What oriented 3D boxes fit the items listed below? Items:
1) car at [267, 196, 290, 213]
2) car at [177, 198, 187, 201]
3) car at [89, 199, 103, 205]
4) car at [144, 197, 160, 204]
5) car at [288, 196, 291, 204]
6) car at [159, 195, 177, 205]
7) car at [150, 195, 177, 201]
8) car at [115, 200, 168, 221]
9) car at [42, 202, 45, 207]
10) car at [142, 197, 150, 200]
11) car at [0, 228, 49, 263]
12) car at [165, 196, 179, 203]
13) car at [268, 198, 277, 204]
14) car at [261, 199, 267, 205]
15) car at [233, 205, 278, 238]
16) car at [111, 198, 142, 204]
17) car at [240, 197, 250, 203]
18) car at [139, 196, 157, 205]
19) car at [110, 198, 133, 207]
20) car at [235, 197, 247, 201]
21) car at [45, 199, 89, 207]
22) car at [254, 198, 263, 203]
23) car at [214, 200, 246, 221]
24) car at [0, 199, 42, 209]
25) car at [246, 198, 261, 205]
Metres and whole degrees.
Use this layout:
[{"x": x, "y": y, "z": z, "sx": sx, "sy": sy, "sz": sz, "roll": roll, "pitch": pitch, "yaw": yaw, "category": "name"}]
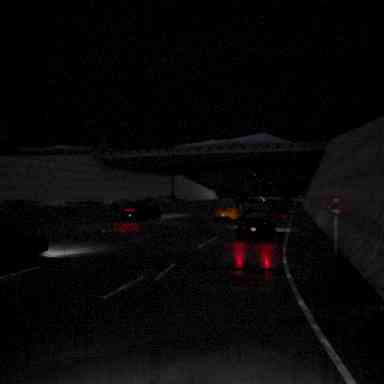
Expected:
[{"x": 11.418, "y": 1.776, "z": 43.783, "sx": 2.097, "sy": 1.767, "sz": 4.553, "roll": 0, "pitch": 0, "yaw": 17, "category": "car"}, {"x": -2.079, "y": 2.087, "z": 71.425, "sx": 1.994, "sy": 1.385, "sz": 4.181, "roll": 0, "pitch": 0, "yaw": 17, "category": "car"}, {"x": -17.448, "y": 1.911, "z": 57.402, "sx": 1.895, "sy": 1.301, "sz": 4.718, "roll": 0, "pitch": 0, "yaw": 18, "category": "car"}, {"x": -9.804, "y": 2.042, "z": 81.933, "sx": 1.837, "sy": 1.490, "sz": 4.892, "roll": 0, "pitch": 0, "yaw": 17, "category": "car"}, {"x": 21.887, "y": 1.989, "z": 77.757, "sx": 2.150, "sy": 2.045, "sz": 5.566, "roll": 0, "pitch": 0, "yaw": 17, "category": "car"}, {"x": -5.227, "y": 1.748, "z": 73.081, "sx": 2.150, "sy": 2.045, "sz": 5.566, "roll": 0, "pitch": 0, "yaw": 17, "category": "car"}, {"x": -5.220, "y": 1.656, "z": 61.337, "sx": 2.150, "sy": 2.045, "sz": 5.566, "roll": 0, "pitch": -1, "yaw": 17, "category": "car"}, {"x": -4.223, "y": 1.681, "z": 28.870, "sx": 2.128, "sy": 1.511, "sz": 4.902, "roll": 0, "pitch": -1, "yaw": 17, "category": "car"}, {"x": -19.308, "y": 1.687, "z": 39.910, "sx": 1.812, "sy": 1.442, "sz": 4.674, "roll": 0, "pitch": 0, "yaw": 17, "category": "car"}, {"x": -8.806, "y": 1.885, "z": 61.606, "sx": 1.882, "sy": 1.535, "sz": 5.008, "roll": 0, "pitch": -1, "yaw": 18, "category": "car"}, {"x": -6.600, "y": 1.571, "z": 9.461, "sx": 2.033, "sy": 1.411, "sz": 5.357, "roll": 0, "pitch": 0, "yaw": 17, "category": "car"}, {"x": -5.018, "y": 1.963, "z": 85.533, "sx": 2.097, "sy": 1.767, "sz": 4.553, "roll": 0, "pitch": 0, "yaw": 17, "category": "car"}, {"x": 20.641, "y": 2.218, "z": 85.529, "sx": 1.994, "sy": 1.385, "sz": 4.181, "roll": 0, "pitch": 0, "yaw": 17, "category": "car"}, {"x": 17.544, "y": 2.247, "z": 75.584, "sx": 2.033, "sy": 1.411, "sz": 5.357, "roll": 0, "pitch": 0, "yaw": 17, "category": "car"}, {"x": 3.722, "y": 1.700, "z": 18.864, "sx": 1.812, "sy": 1.442, "sz": 4.674, "roll": 0, "pitch": 0, "yaw": 16, "category": "car"}, {"x": -9.619, "y": 1.840, "z": 47.356, "sx": 2.033, "sy": 1.411, "sz": 5.357, "roll": 0, "pitch": 0, "yaw": 18, "category": "car"}, {"x": 13.958, "y": 2.155, "z": 87.613, "sx": 1.812, "sy": 1.442, "sz": 4.674, "roll": 0, "pitch": 0, "yaw": 17, "category": "car"}, {"x": -9.436, "y": 1.833, "z": 71.337, "sx": 2.097, "sy": 1.767, "sz": 4.553, "roll": 0, "pitch": 0, "yaw": 17, "category": "car"}, {"x": -12.802, "y": 1.847, "z": 60.547, "sx": 1.882, "sy": 1.535, "sz": 5.008, "roll": 0, "pitch": -1, "yaw": 17, "category": "car"}, {"x": 10.984, "y": 2.202, "z": 78.062, "sx": 1.812, "sy": 1.442, "sz": 4.674, "roll": 0, "pitch": 0, "yaw": 17, "category": "car"}, {"x": -15.300, "y": 1.801, "z": 41.011, "sx": 1.895, "sy": 1.301, "sz": 4.718, "roll": 0, "pitch": 0, "yaw": 18, "category": "car"}, {"x": 17.308, "y": 2.243, "z": 86.599, "sx": 1.895, "sy": 1.301, "sz": 4.718, "roll": 0, "pitch": 0, "yaw": 17, "category": "car"}, {"x": 3.267, "y": 1.729, "z": 29.374, "sx": 1.882, "sy": 1.535, "sz": 5.008, "roll": 0, "pitch": -1, "yaw": 17, "category": "car"}, {"x": -15.572, "y": 1.453, "z": 28.376, "sx": 2.097, "sy": 1.767, "sz": 4.553, "roll": 0, "pitch": 0, "yaw": 17, "category": "car"}, {"x": 14.326, "y": 2.219, "z": 77.022, "sx": 1.812, "sy": 1.442, "sz": 4.674, "roll": 0, "pitch": 0, "yaw": 17, "category": "car"}]
